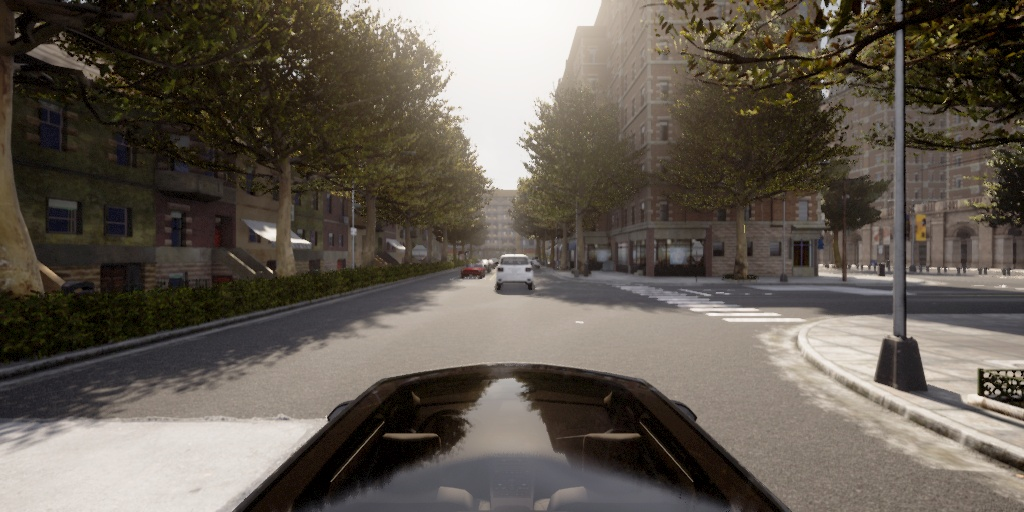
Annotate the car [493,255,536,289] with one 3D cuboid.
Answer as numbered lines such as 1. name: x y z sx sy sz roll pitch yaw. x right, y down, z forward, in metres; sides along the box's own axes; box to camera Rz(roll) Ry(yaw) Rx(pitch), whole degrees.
1. car: 0.149 0.957 23.085 2.150 2.045 5.566 0 0 0

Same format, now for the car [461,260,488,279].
1. car: -3.498 1.331 32.585 1.895 1.301 4.718 0 0 0

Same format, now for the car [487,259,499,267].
1. car: -3.397 1.214 65.165 1.837 1.490 4.892 0 0 1

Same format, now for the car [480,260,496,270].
1. car: -3.450 1.280 52.952 1.994 1.385 4.181 0 0 1

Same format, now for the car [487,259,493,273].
1. car: -3.499 1.215 42.683 2.128 1.511 4.902 0 0 0
